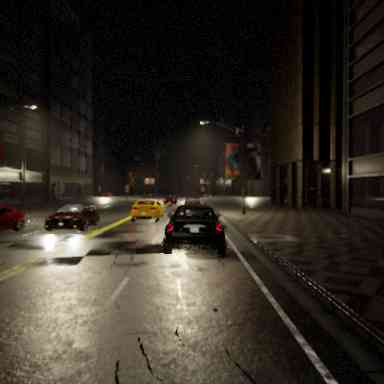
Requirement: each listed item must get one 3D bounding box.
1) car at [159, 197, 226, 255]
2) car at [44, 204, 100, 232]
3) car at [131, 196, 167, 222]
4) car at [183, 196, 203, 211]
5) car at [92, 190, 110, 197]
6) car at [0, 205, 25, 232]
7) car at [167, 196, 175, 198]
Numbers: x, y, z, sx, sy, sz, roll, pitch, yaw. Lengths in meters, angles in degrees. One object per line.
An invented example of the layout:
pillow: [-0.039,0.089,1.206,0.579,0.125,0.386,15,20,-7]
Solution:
car: [0.085,1.234,12.935,2.097,1.767,4.553,0,0,0]
car: [-6.613,1.398,18.757,1.994,1.385,4.181,0,0,0]
car: [-3.171,1.264,24.301,1.882,1.535,5.008,0,0,0]
car: [0.068,1.233,36.470,2.033,1.411,5.357,0,0,0]
car: [-25.014,0.810,89.154,4.313,1.339,1.947,0,0,-1]
car: [-9.863,1.383,16.110,1.812,1.442,4.674,0,1,0]
car: [-3.195,1.178,49.667,1.895,1.301,4.718,0,0,0]
